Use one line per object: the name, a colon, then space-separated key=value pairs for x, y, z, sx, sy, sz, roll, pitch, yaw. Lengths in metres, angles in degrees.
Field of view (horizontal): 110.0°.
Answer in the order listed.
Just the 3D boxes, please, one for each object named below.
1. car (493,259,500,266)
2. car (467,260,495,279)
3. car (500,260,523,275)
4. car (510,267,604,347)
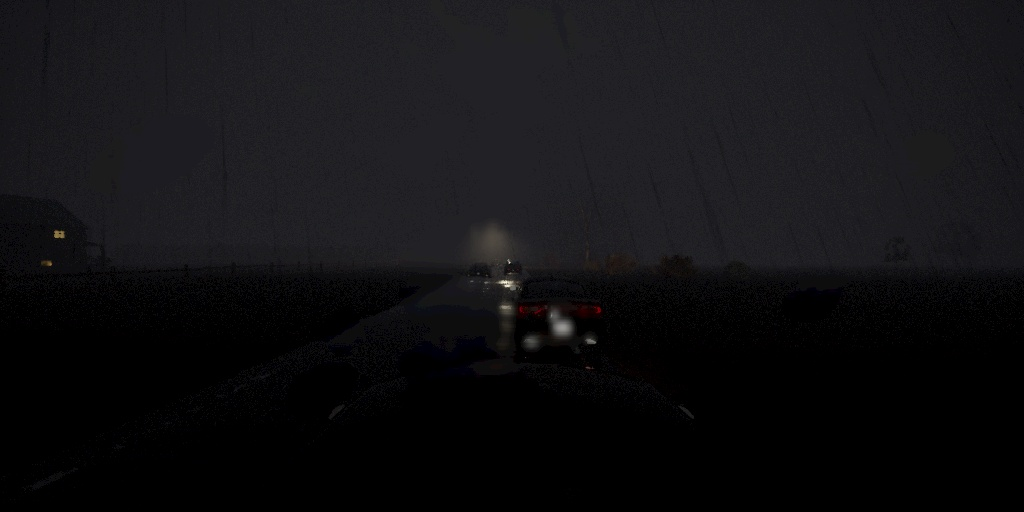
car: x=-2.729 y=1.243 z=62.691 sx=1.837 sy=1.490 sz=4.892 roll=0 pitch=0 yaw=0
car: x=-2.838 y=1.307 z=32.156 sx=1.994 sy=1.385 sz=4.181 roll=0 pitch=0 yaw=0
car: x=0.101 y=1.234 z=38.691 sx=2.128 sy=1.511 sz=4.902 roll=0 pitch=0 yaw=0
car: x=0.969 y=1.226 z=9.330 sx=1.882 sy=1.535 sz=5.008 roll=0 pitch=0 yaw=0
